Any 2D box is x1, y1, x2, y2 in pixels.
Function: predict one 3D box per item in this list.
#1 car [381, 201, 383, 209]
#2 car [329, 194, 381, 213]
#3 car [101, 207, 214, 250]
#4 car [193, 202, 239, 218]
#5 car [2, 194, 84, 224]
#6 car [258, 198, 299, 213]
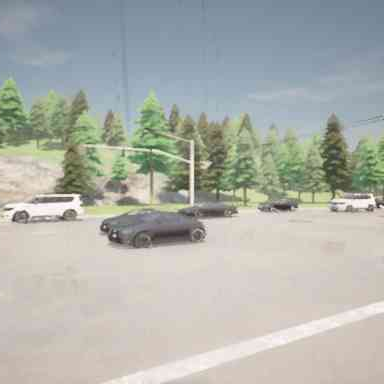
[{"bbox_3d":[22.552,1.491,42.906,4.892,1.490,1.837,0,0,-24],"label":"car"},{"bbox_3d":[17.829,1.208,36.926,5.566,2.045,2.150,0,0,-24],"label":"car"},{"bbox_3d":[-1.421,1.553,14.356,4.181,1.385,1.994,0,0,-34],"label":"car"},{"bbox_3d":[1.459,1.528,28.593,5.357,1.411,2.033,0,0,-30],"label":"car"},{"bbox_3d":[-10.958,1.196,24.821,5.566,2.045,2.150,0,0,-35],"label":"car"},{"bbox_3d":[9.568,1.473,36.866,4.902,1.511,2.128,0,0,-26],"label":"car"}]
